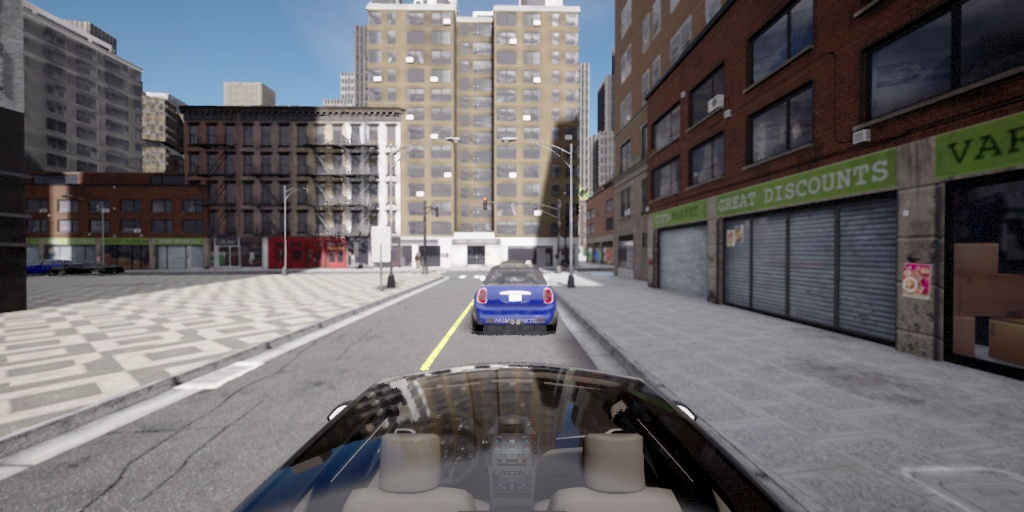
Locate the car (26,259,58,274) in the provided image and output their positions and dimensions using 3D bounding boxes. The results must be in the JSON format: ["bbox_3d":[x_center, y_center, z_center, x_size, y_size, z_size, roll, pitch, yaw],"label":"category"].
[{"bbox_3d":[-45.597,1.089,35.325,5.008,1.535,1.882,-1,1,-1],"label":"car"}]

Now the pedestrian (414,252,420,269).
[{"bbox_3d":[-10.318,0.481,38.996,0.375,1.860,0.375,0,1,-1],"label":"pedestrian"}]

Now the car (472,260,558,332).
[{"bbox_3d":[0.066,0.984,10.605,2.097,1.767,4.553,0,1,0],"label":"car"}]

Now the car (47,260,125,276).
[{"bbox_3d":[-38.086,1.200,32.313,4.718,1.301,1.895,0,1,-1],"label":"car"}]
